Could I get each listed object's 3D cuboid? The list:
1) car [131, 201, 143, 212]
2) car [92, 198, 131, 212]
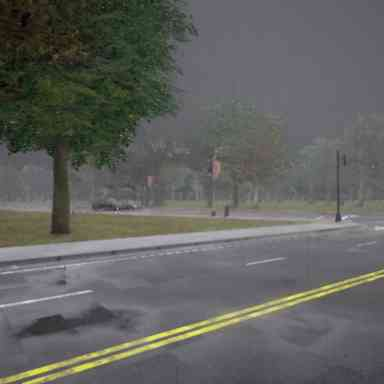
[{"bbox_3d":[-9.634,2.034,50.387,4.553,1.767,2.097,0,-1,31],"label":"car"},{"bbox_3d":[-11.985,1.859,48.010,5.566,2.045,2.150,0,-1,31],"label":"car"}]
